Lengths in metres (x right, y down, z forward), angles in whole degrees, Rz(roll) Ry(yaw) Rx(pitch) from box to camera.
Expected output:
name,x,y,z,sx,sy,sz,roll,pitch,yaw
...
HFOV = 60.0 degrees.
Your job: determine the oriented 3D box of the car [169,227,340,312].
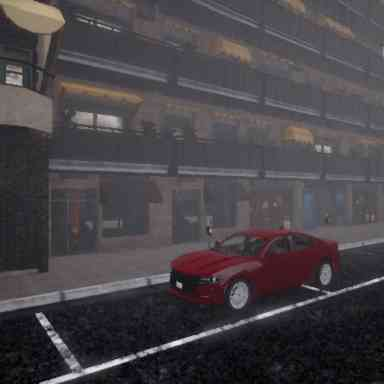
name,x,y,z,sx,sy,sz,roll,pitch,yaw
car,1.584,1.542,7.690,4.507,1.381,1.887,0,0,-36
